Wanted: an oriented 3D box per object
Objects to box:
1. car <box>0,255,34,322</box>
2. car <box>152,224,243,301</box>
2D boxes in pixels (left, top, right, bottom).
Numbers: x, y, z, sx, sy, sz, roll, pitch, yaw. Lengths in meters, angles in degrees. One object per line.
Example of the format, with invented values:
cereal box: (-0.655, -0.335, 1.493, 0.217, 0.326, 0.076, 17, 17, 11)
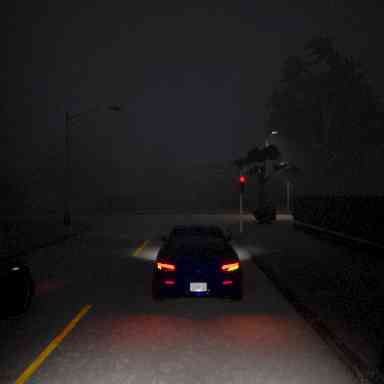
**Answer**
car: (-4.052, 1.565, 4.744, 1.994, 1.385, 4.181, 0, 0, 0)
car: (0.120, 1.526, 8.214, 1.812, 1.442, 4.674, 0, 0, 0)
